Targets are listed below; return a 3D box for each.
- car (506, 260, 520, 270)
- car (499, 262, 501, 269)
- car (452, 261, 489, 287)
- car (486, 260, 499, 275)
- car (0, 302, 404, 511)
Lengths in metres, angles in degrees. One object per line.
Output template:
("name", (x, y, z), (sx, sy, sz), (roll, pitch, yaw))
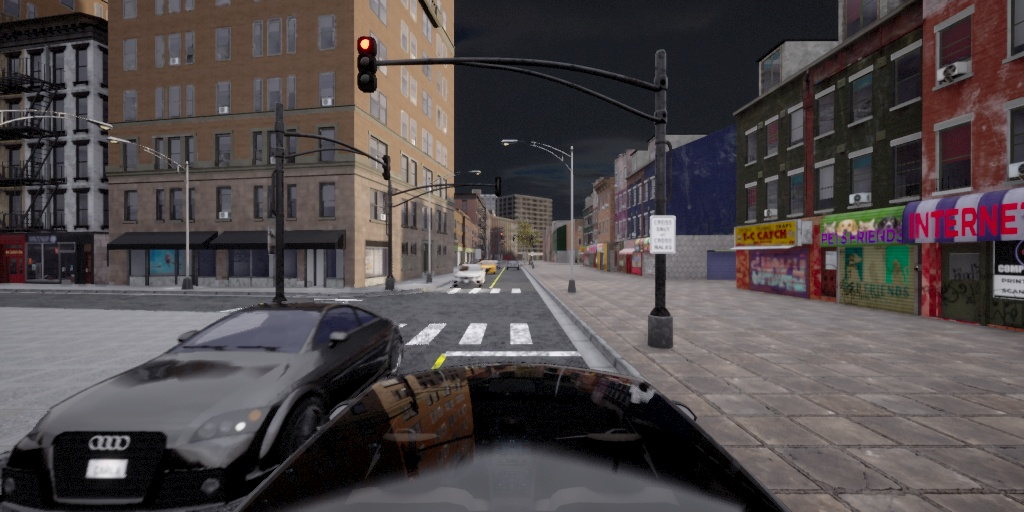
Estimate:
("car", (0.120, 1.310, 52.780), (2.033, 1.411, 5.357), (0, 0, 0))
("car", (-2.699, 1.290, 53.166), (1.812, 1.442, 4.674), (0, 1, 2))
("car", (-2.800, 1.278, 24.371), (1.812, 1.442, 4.674), (0, 0, 0))
("car", (-2.759, 1.234, 39.304), (1.882, 1.535, 5.008), (0, 0, 0))
("car", (-2.849, 1.314, 4.517), (1.994, 1.385, 4.181), (0, 0, 0))
